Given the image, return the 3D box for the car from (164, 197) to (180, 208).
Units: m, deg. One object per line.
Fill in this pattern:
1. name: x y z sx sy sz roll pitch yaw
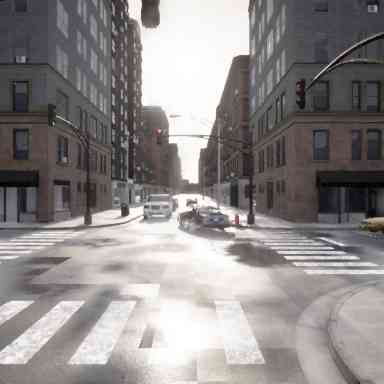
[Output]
1. car: -2.932 1.530 49.761 2.033 1.411 5.357 0 0 0

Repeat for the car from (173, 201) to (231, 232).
1. car: 0.615 1.552 20.466 2.033 1.411 5.357 0 0 -17

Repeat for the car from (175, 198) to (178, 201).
1. car: -2.914 1.342 39.479 2.097 1.767 4.553 0 0 0

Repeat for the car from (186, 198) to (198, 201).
1. car: 0.005 1.580 54.789 1.895 1.301 4.718 0 0 0

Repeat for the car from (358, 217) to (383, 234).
1. car: 11.601 1.554 17.923 4.829 1.417 1.752 0 0 0

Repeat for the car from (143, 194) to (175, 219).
1. car: -2.901 1.216 29.215 2.150 2.045 5.566 0 0 0
